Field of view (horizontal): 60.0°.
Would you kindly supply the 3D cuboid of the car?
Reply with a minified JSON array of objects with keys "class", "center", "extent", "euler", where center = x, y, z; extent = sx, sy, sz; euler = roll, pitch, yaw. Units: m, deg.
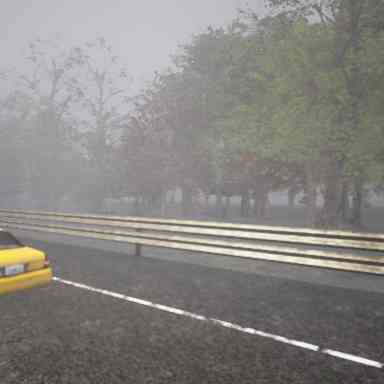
[{"class":"car","center":[-5.419,1.422,7.722],"extent":[5.366,1.575,1.801],"euler":[0,0,35]}]
